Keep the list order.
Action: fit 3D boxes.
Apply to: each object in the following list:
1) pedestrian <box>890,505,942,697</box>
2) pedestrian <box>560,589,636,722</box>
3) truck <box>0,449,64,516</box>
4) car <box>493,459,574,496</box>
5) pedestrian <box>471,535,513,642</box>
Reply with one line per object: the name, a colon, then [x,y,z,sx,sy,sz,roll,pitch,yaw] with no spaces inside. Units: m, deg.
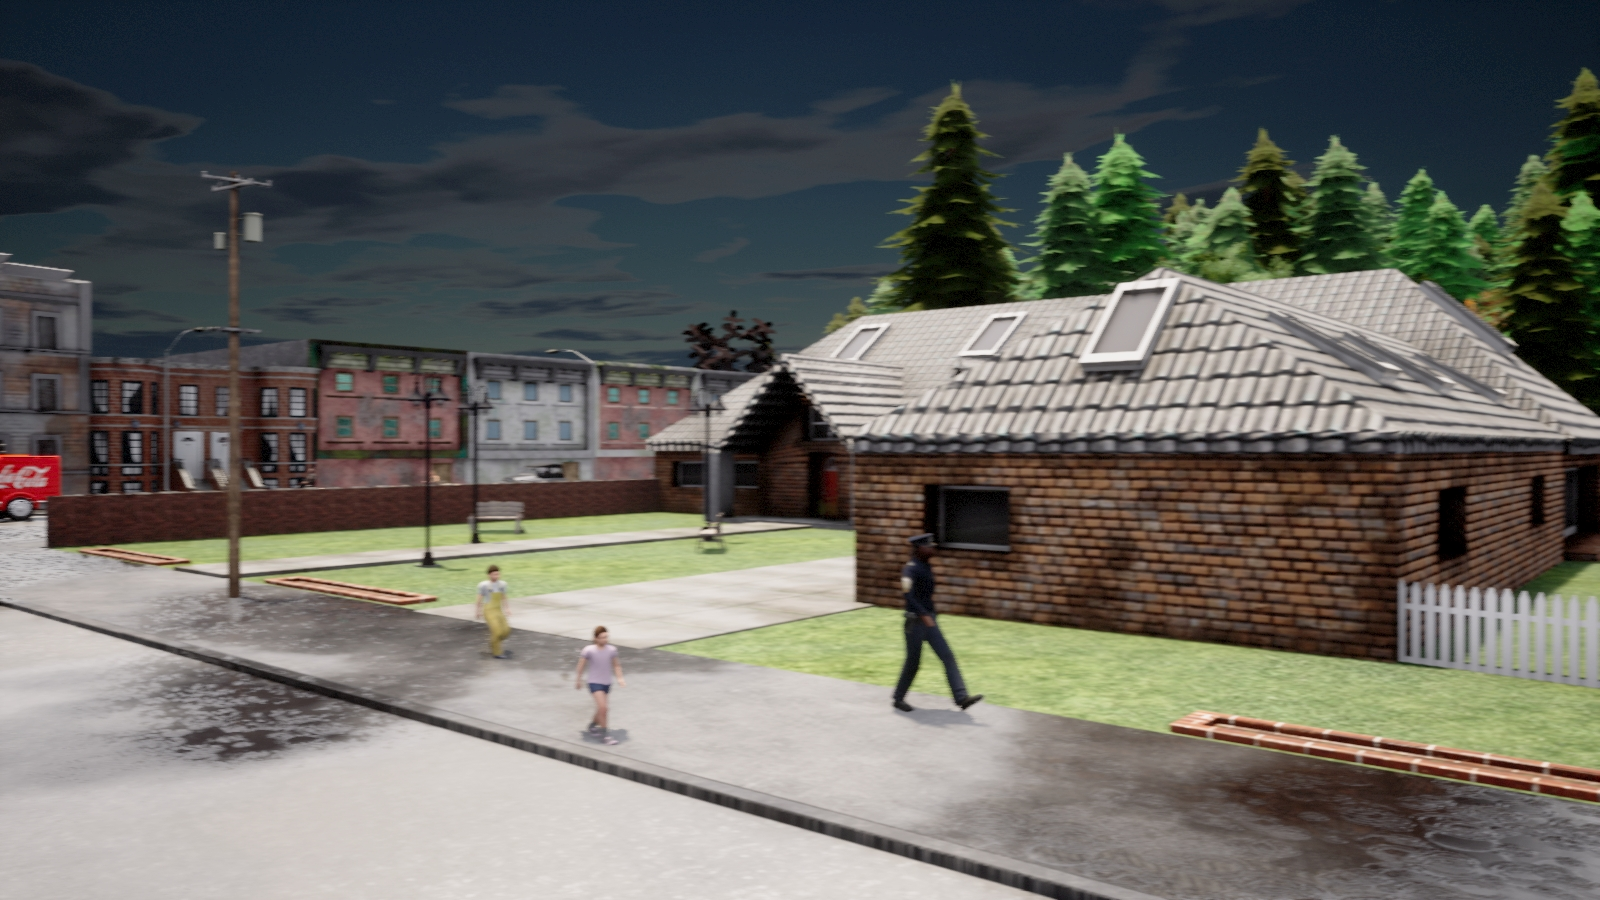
pedestrian: [1.166,1.491,11.466,0.375,1.860,0.375,0,0,41]
pedestrian: [-1.862,1.871,10.527,0.500,1.100,0.500,0,0,-42]
truck: [-30.671,1.201,42.301,2.627,2.467,5.204,0,0,40]
car: [-14.396,1.446,61.853,1.905,1.878,3.866,0,0,40]
pedestrian: [-3.947,1.758,14.626,0.375,1.300,0.375,0,0,40]
